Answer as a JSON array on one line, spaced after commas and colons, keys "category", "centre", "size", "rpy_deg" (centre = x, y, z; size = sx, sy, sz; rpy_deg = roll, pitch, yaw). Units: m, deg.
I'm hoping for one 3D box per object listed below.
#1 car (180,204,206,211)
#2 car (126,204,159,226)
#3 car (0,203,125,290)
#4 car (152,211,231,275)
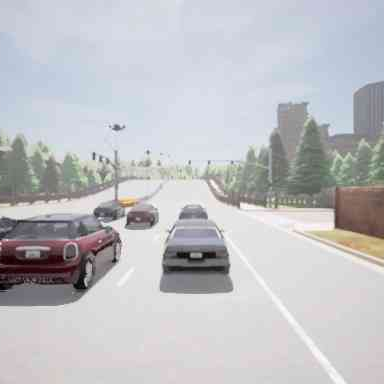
[{"category": "car", "centre": [0.095, 1.579, 24.292], "size": [1.994, 1.385, 4.181], "rpy_deg": [0, 0, 0]}, {"category": "car", "centre": [-3.406, 1.540, 23.301], "size": [1.812, 1.442, 4.674], "rpy_deg": [0, 0, 0]}, {"category": "car", "centre": [-3.403, 1.357, 9.236], "size": [2.097, 1.767, 4.553], "rpy_deg": [0, 0, 0]}, {"category": "car", "centre": [0.098, 1.554, 10.427], "size": [2.033, 1.411, 5.357], "rpy_deg": [0, 0, 0]}]
